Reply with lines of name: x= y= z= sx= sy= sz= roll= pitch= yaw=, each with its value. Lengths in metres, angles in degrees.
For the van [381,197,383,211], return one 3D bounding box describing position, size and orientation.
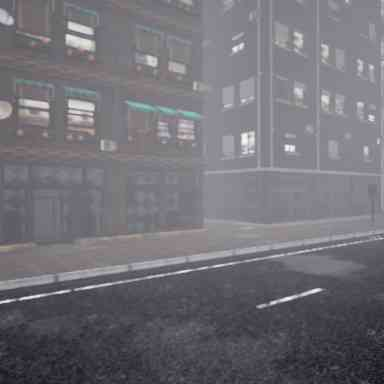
van: x=24.994 y=1.606 z=45.307 sx=1.690 sy=1.788 sz=3.998 roll=-1 pitch=0 yaw=-36
